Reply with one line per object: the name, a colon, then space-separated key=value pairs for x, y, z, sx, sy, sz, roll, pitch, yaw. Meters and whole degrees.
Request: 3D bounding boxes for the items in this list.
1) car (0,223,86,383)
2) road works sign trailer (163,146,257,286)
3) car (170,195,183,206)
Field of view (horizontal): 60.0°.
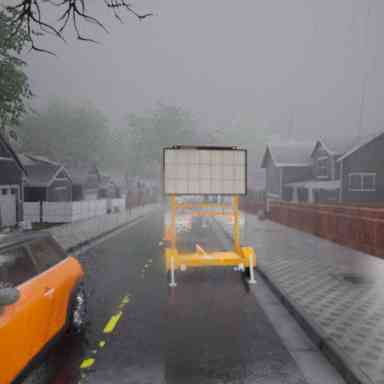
car: x=-2.850 y=1.364 z=3.791 sx=2.097 sy=1.767 sz=4.553 roll=0 pitch=0 yaw=0
road works sign trailer: x=0.353 y=0.495 z=9.597 sx=2.380 sy=3.560 sz=2.880 roll=0 pitch=0 yaw=-7
car: x=-2.814 y=1.528 z=62.921 sx=2.150 sy=2.045 sz=5.566 roll=0 pitch=0 yaw=0
